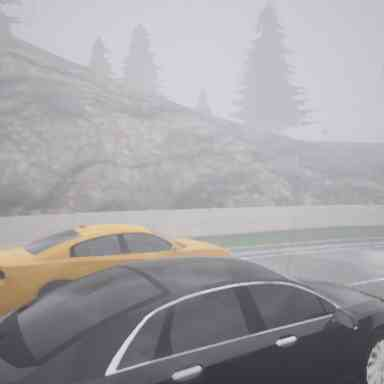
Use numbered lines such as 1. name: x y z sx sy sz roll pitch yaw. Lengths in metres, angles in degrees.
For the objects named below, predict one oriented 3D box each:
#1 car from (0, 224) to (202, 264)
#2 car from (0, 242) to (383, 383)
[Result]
1. car: -1.408 1.403 6.878 5.008 1.535 1.882 0 0 -32
2. car: 0.298 1.468 3.521 4.892 1.490 1.837 0 0 -32
